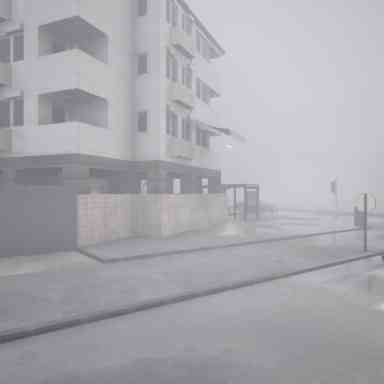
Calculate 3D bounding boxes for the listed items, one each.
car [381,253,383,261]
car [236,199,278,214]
[{"bbox_3d":[8.158,1.548,10.314,5.357,1.411,2.033,0,0,-31],"label":"car"},{"bbox_3d":[6.726,1.491,34.863,2.128,1.511,4.902,0,0,-36],"label":"car"}]
